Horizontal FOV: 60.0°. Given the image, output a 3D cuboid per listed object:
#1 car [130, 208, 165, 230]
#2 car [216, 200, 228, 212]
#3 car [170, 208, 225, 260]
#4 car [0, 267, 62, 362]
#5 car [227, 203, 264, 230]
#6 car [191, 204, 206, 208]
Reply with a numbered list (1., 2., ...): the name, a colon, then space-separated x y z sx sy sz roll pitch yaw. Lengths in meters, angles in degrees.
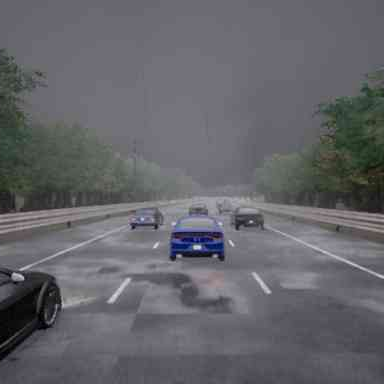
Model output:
1. car: -3.104 1.851 23.855 2.033 1.411 5.357 0 -1 1
2. car: 4.562 2.202 45.362 2.033 1.411 5.357 0 -1 3
3. car: 0.201 1.637 13.115 1.882 1.535 5.008 0 -1 1
4. car: -3.377 1.613 4.422 1.994 1.385 4.181 0 -1 0
5. car: 3.796 1.784 23.454 1.882 1.535 5.008 0 -1 1
6. car: 0.680 1.958 33.354 1.837 1.490 4.892 0 0 2
